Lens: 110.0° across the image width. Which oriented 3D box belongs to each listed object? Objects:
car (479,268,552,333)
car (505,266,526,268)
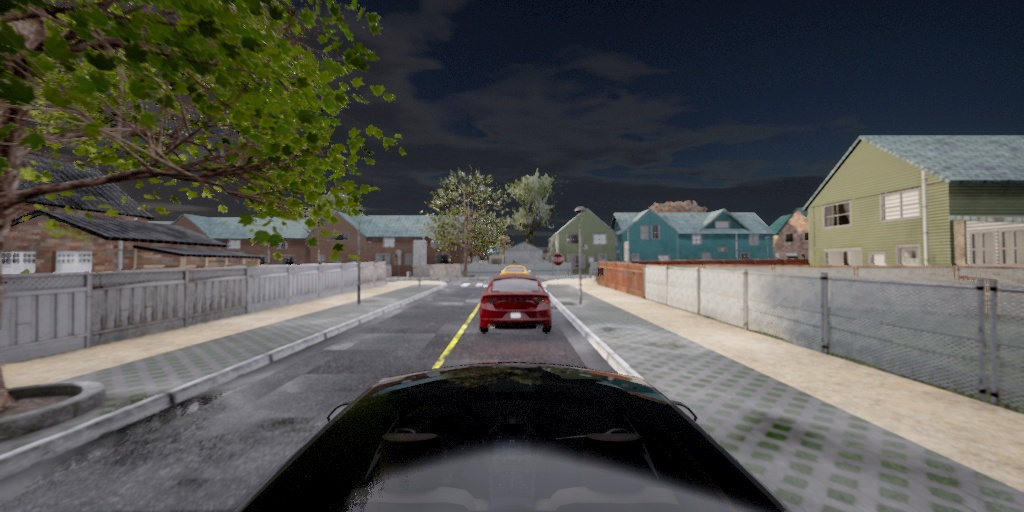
[{"bbox_3d":[0.091,1.294,11.034,1.882,1.535,5.008,0,-1,0],"label":"car"},{"bbox_3d":[0.252,1.388,24.097,1.882,1.535,5.008,0,0,2],"label":"car"}]
